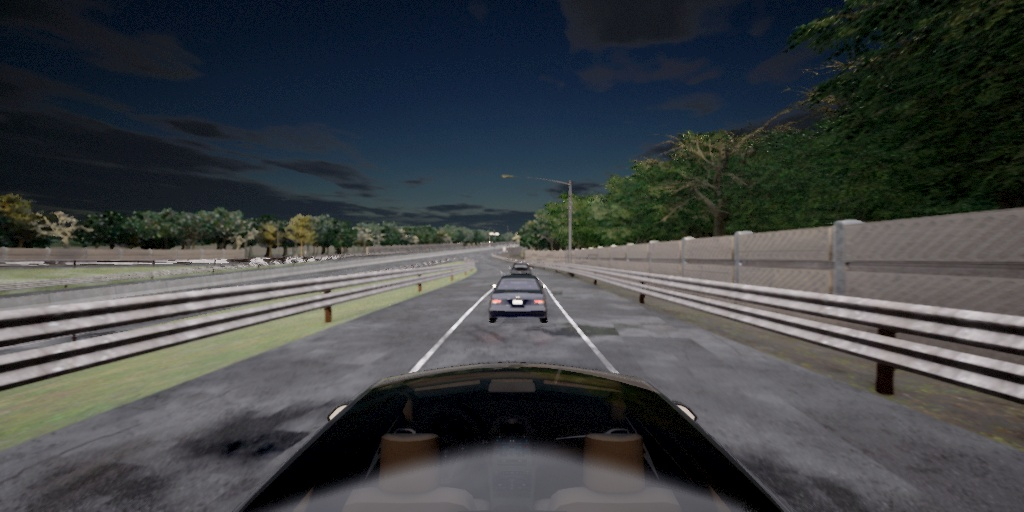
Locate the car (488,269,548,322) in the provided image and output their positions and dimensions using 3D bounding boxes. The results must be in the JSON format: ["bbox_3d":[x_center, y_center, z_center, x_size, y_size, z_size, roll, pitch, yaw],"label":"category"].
[{"bbox_3d":[0.238,1.353,12.557,2.033,1.411,5.357,0,0,2],"label":"car"}]

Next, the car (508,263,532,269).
[{"bbox_3d":[0.735,1.407,32.106,1.837,1.490,4.892,0,0,0],"label":"car"}]
